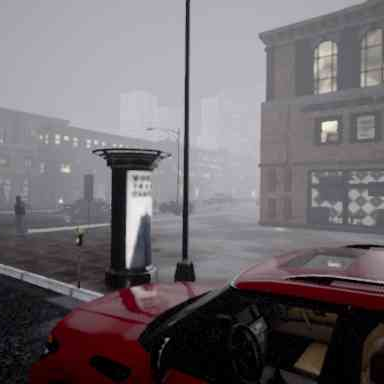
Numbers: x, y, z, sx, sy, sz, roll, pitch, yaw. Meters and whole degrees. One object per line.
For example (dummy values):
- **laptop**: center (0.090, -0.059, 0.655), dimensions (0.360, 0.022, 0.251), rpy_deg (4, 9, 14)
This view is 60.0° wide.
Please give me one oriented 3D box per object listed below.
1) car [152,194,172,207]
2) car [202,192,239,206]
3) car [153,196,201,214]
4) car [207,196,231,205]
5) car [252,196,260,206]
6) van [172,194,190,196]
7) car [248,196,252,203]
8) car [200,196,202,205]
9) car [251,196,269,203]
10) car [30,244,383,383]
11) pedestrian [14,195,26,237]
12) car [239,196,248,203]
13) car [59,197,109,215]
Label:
- **car**: center (-5.137, 1.274, 42.147), dimensions (1.752, 1.417, 4.829), rpy_deg (1, 0, 36)
- **car**: center (4.434, 1.072, 50.977), dimensions (2.150, 2.045, 5.566), rpy_deg (1, 0, 36)
- **car**: center (-1.393, 1.387, 32.888), dimensions (1.887, 1.381, 4.507), rpy_deg (1, 0, 36)
- **car**: center (4.504, 1.357, 55.633), dimensions (1.752, 1.417, 4.829), rpy_deg (1, 0, 36)
- **car**: center (11.420, 1.390, 50.898), dimensions (1.967, 1.590, 4.097), rpy_deg (1, 0, 36)
- **van**: center (-1.823, 1.117, 46.780), dimensions (1.690, 1.788, 3.998), rpy_deg (1, 0, 36)
- **car**: center (11.030, 1.443, 64.762), dimensions (2.008, 1.369, 4.403), rpy_deg (1, 0, 36)
- **car**: center (1.389, 1.355, 51.276), dimensions (2.008, 1.369, 4.403), rpy_deg (1, 0, 36)
- **car**: center (14.245, 1.472, 69.258), dimensions (2.008, 1.369, 4.403), rpy_deg (1, 0, 36)
- **car**: center (1.038, 1.311, 2.134), dimensions (5.009, 1.841, 2.192), rpy_deg (1, 1, 36)
- **pedestrian**: center (-7.374, 1.022, 14.279), dimensions (0.375, 1.860, 0.375), rpy_deg (1, 1, 36)
- **car**: center (7.817, 1.413, 60.267), dimensions (2.008, 1.369, 4.403), rpy_deg (1, 0, 36)
- **car**: center (-9.952, 1.236, 30.953), dimensions (1.837, 1.490, 4.892), rpy_deg (1, 0, 36)
